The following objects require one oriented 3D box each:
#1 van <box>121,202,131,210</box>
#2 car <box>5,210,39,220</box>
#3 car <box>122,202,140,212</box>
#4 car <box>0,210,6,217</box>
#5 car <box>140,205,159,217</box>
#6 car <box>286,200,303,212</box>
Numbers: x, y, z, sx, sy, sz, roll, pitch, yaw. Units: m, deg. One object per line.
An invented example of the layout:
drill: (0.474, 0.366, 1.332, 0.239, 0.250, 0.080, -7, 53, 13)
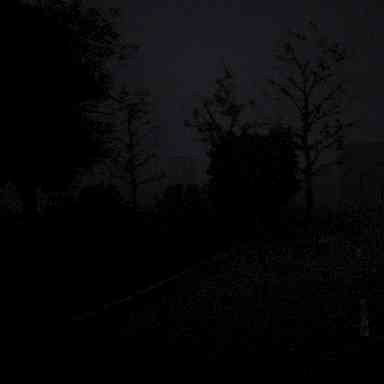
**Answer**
van: (-8.392, 2.310, 43.830, 1.878, 1.987, 4.442, -3, -2, 28)
car: (-26.763, 3.732, 53.477, 2.002, 1.452, 4.674, -4, -2, 28)
car: (-6.060, 2.405, 42.249, 1.946, 1.575, 5.366, -3, -2, 28)
car: (-29.588, 3.763, 54.926, 2.185, 1.767, 4.553, -4, -2, 28)
car: (-3.711, 2.290, 41.003, 1.946, 1.575, 5.366, -3, -1, 28)
car: (13.859, 1.741, 45.782, 2.185, 1.767, 4.553, -2, -1, 28)
